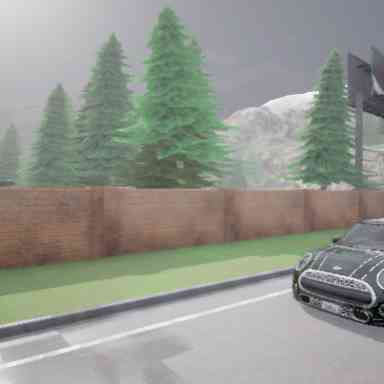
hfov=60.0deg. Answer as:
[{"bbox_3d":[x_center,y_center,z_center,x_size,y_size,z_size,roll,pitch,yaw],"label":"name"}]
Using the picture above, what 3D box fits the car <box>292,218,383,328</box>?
[{"bbox_3d":[4.182,1.363,6.954,4.553,1.767,2.097,0,0,-35],"label":"car"}]
